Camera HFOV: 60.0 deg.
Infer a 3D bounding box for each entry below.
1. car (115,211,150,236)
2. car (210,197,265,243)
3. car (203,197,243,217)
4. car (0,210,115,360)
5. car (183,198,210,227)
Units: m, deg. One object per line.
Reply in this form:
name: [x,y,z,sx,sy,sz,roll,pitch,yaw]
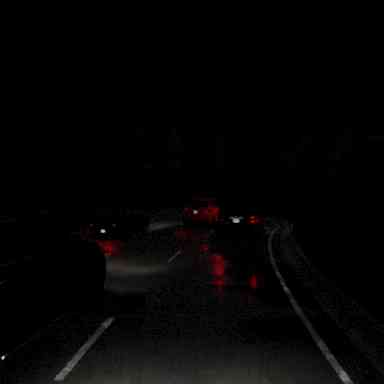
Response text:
car: [-4.111,1.780,19.594,1.895,1.301,4.718,0,-1,14]
car: [2.597,1.403,17.477,2.150,2.045,5.566,0,0,13]
car: [3.420,1.598,37.749,2.150,2.045,5.566,1,-1,-23]
car: [-3.074,1.261,4.819,2.150,2.045,5.566,0,-1,4]
car: [0.929,1.466,24.841,2.150,2.045,5.566,0,-1,15]
